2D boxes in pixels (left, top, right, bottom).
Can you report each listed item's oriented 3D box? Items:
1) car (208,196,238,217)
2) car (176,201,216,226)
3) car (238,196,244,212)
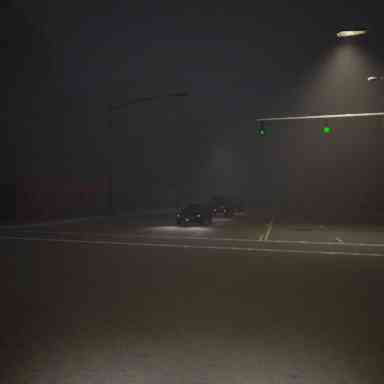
[{"bbox_3d":[3.025,1.454,34.921,2.150,2.045,5.566,0,-1,16],"label":"car"},{"bbox_3d":[0.277,1.635,24.823,1.812,1.442,4.674,0,-1,15],"label":"car"},{"bbox_3d":[5.772,1.607,45.093,2.150,2.045,5.566,0,-1,15],"label":"car"}]
